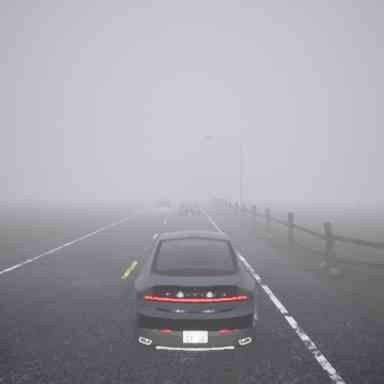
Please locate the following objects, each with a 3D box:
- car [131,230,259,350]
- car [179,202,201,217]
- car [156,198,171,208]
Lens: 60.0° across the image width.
[{"bbox_3d":[0.046,1.505,6.462,1.837,1.490,4.892,0,0,0],"label":"car"},{"bbox_3d":[-0.226,1.587,30.474,1.895,1.301,4.718,0,0,-1],"label":"car"},{"bbox_3d":[-4.138,1.566,48.113,1.895,1.301,4.718,0,0,-1],"label":"car"}]
